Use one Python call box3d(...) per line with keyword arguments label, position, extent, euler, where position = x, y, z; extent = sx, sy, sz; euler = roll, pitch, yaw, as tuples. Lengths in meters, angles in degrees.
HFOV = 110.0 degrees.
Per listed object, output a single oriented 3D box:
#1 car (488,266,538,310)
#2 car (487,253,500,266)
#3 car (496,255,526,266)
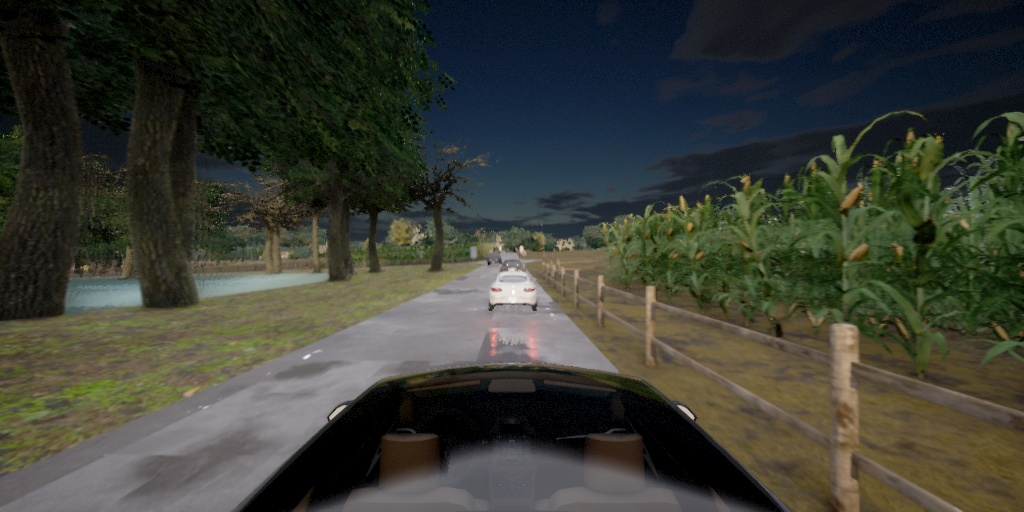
box3d(label="car", position=(0.052, 1.317, 14.768), extent=(1.812, 1.442, 4.674), euler=(0, 0, 1))
box3d(label="car", position=(-2.774, 0.492, 56.900), extent=(2.150, 2.045, 5.566), euler=(0, 1, 0))
box3d(label="car", position=(0.048, 1.058, 28.939), extent=(2.097, 1.767, 4.553), euler=(0, 0, 1))
